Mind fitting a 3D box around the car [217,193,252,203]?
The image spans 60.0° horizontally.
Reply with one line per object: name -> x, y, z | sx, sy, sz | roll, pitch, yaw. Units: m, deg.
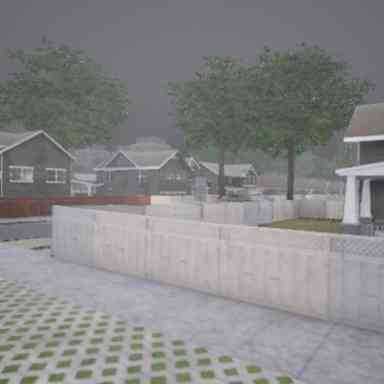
car -> 5.085, 1.106, 38.897 | 2.150, 2.045, 5.566 | 1, 1, 36
